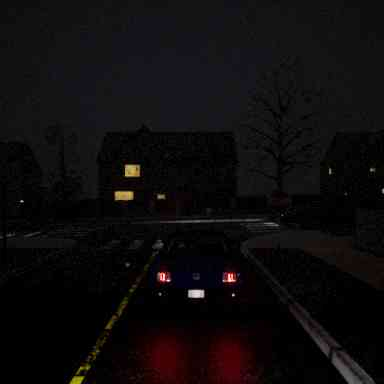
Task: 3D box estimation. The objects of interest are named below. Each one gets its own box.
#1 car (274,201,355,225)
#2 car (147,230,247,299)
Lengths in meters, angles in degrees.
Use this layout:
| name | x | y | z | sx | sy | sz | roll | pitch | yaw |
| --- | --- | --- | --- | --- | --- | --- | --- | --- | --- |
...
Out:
| name | x | y | z | sx | sy | sz | roll | pitch | yaw |
| --- | --- | --- | --- | --- | --- | --- | --- | --- | --- |
| car | 8.175 | 1.288 | 21.626 | 5.357 | 1.411 | 2.033 | -1 | 1 | 0 |
| car | 0.151 | 1.601 | 8.392 | 1.895 | 1.301 | 4.718 | 0 | 0 | 2 |
